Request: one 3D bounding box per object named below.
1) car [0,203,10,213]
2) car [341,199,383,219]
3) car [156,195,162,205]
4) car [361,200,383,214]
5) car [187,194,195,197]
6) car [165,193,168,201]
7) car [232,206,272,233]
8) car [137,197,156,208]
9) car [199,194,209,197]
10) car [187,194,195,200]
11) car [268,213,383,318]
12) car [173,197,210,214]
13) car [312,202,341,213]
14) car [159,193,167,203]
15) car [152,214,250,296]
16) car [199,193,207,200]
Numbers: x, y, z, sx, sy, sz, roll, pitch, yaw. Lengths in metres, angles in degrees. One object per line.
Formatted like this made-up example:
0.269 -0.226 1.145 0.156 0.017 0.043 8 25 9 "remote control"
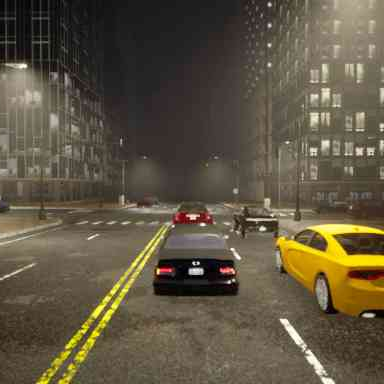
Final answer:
-20.033 1.317 31.683 5.008 1.535 1.882 1 1 1 "car"
16.094 1.519 28.636 5.009 1.841 2.192 1 0 1 "car"
-6.791 1.556 57.536 1.895 1.301 4.718 0 0 0 "car"
21.671 1.643 36.943 4.829 1.417 1.752 1 0 1 "car"
-0.300 1.470 79.746 1.994 1.385 4.181 0 0 0 "car"
-6.796 1.154 78.291 2.150 2.045 5.566 0 0 0 "car"
3.281 1.483 17.733 2.128 1.511 4.902 0 0 1 "car"
-6.781 1.567 48.364 1.895 1.301 4.718 0 0 0 "car"
2.947 1.425 80.345 1.837 1.490 4.892 0 0 0 "car"
-0.339 1.295 89.781 1.994 1.385 4.181 0 0 0 "car"
3.322 1.474 7.560 1.882 1.535 5.008 0 0 0 "car"
-0.007 1.341 19.045 2.097 1.767 4.553 0 0 -1 "car"
14.985 1.702 34.437 4.718 1.301 1.895 1 1 1 "car"
-6.773 1.507 67.541 1.994 1.385 4.181 0 0 0 "car"
0.067 1.543 8.773 2.033 1.411 5.357 0 0 0 "car"
2.911 1.265 90.146 2.097 1.767 4.553 0 0 0 "car"
